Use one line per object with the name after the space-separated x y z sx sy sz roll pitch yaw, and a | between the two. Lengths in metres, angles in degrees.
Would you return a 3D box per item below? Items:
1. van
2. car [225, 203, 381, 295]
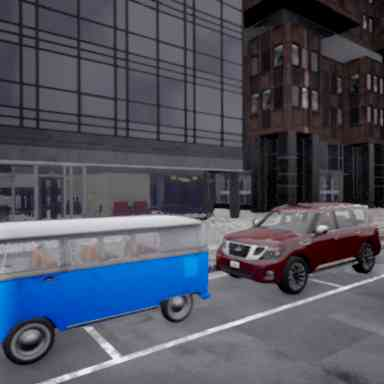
-1.576 1.325 5.519 3.998 1.788 1.690 -1 0 -35 | van
2.997 1.251 8.766 5.009 1.841 2.192 -1 0 -35 | car
